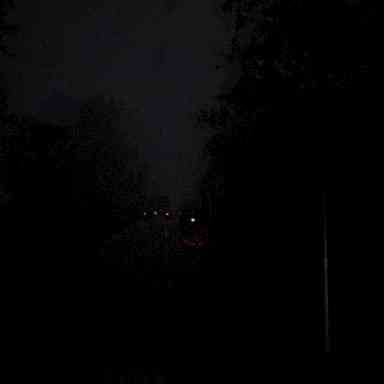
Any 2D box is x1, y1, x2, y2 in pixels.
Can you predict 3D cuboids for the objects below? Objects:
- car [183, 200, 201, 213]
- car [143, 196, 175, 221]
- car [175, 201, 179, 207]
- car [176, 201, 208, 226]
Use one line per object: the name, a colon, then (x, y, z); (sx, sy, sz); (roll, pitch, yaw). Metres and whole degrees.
car: (-0.043, 1.827, 42.008); (2.128, 1.511, 4.902); (0, -1, 0)
car: (-2.923, 1.364, 29.363); (2.150, 2.045, 5.566); (0, -1, 0)
car: (-2.908, 2.621, 69.901); (1.895, 1.301, 4.718); (0, -2, 1)
car: (0.048, 1.590, 24.101); (1.837, 1.490, 4.892); (0, 0, 0)
